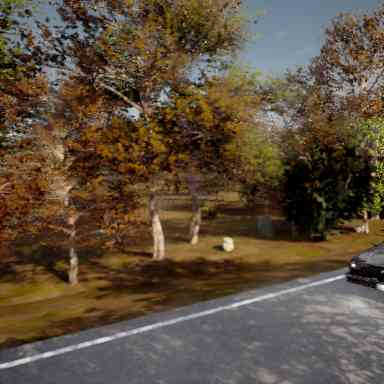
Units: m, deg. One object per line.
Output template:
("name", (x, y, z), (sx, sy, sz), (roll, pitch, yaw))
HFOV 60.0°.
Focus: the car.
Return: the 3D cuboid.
("car", (6.071, 1.566, 8.327), (5.357, 1.411, 2.033), (0, 0, -36))
